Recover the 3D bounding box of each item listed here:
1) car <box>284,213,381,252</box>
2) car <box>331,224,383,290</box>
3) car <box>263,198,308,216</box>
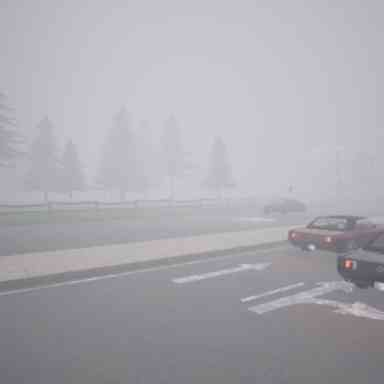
[{"bbox_3d":[5.760,1.520,12.333,4.718,1.301,1.895,-1,0,-36],"label":"car"},{"bbox_3d":[5.502,1.539,7.797,4.718,1.301,1.895,-1,0,-36],"label":"car"},{"bbox_3d":[7.964,1.203,28.381,4.181,1.385,1.994,-1,0,-36],"label":"car"}]
